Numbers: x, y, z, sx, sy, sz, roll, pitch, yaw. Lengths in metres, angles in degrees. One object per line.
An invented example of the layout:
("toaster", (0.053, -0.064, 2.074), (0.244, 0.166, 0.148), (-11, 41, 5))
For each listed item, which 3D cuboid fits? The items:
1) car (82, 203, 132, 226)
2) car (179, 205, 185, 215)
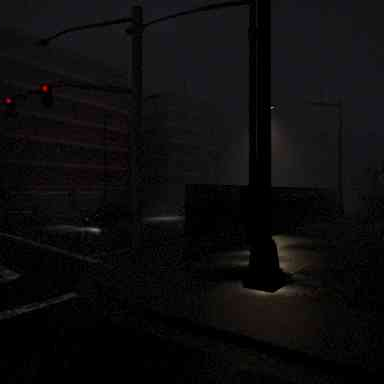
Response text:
("car", (-5.616, 1.526, 23.898), (1.812, 1.442, 4.674), (0, 0, 35))
("car", (0.627, 1.492, 32.820), (2.128, 1.511, 4.902), (0, 0, 35))
